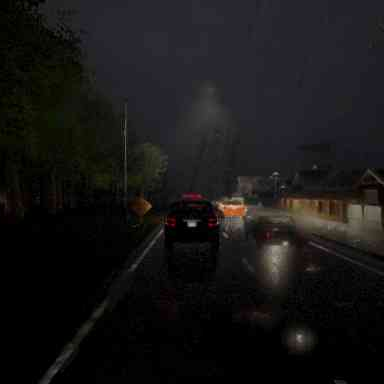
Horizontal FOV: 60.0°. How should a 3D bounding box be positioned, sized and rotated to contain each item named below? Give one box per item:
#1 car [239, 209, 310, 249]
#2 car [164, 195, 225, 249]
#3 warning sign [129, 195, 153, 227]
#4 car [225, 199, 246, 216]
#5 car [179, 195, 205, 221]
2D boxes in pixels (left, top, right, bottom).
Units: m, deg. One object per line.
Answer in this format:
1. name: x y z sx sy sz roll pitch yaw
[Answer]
1. car: 3.501 1.632 14.680 1.895 1.301 4.718 0 0 0
2. car: 0.001 1.274 14.680 2.150 2.045 5.566 0 0 0
3. warning sign: -3.051 1.138 20.038 1.300 1.860 1.060 0 0 0
4. car: 3.501 1.403 29.620 2.097 1.767 4.553 0 0 0
5. car: 0.000 1.295 29.681 2.150 2.045 5.566 0 0 0
